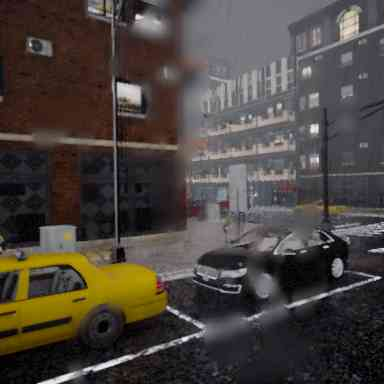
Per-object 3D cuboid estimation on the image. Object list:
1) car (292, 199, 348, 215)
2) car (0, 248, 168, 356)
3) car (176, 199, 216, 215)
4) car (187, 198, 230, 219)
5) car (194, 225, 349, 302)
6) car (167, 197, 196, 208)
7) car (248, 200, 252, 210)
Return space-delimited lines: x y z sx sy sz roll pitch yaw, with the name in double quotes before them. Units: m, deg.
"car" 11.242 1.338 29.560 1.752 1.417 4.829 -2 1 -36
"car" -2.688 1.523 4.655 4.829 1.417 1.752 0 -1 -35
"car" 0.313 1.499 35.056 1.812 1.442 4.674 -1 1 -36
"car" 1.305 1.443 29.044 1.967 1.590 4.097 -2 1 -36
"car" 2.061 1.512 8.044 4.403 1.369 2.008 0 -1 -35
"car" -1.544 1.422 47.422 2.008 1.369 4.403 -2 1 -36
"car" 4.897 1.281 38.420 1.967 1.590 4.097 -2 1 -36
